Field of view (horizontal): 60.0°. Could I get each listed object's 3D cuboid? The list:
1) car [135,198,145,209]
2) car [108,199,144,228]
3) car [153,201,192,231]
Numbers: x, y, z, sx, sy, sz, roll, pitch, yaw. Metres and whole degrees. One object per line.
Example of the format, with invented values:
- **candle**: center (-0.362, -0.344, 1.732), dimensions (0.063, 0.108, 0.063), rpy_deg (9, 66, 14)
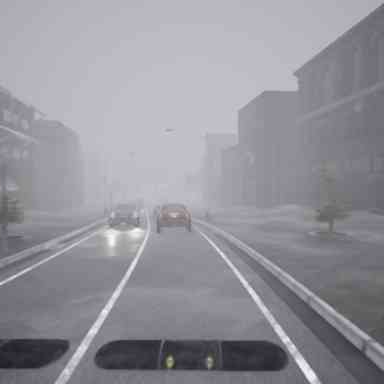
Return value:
- **car**: center (-10.325, 2.193, 64.792), dimensions (2.150, 2.045, 5.566), rpy_deg (0, 1, -8)
- **car**: center (-4.741, 1.559, 24.000), dimensions (2.097, 1.767, 4.553), rpy_deg (0, -1, -7)
- **car**: center (-1.267, 1.480, 21.506), dimensions (2.097, 1.767, 4.553), rpy_deg (0, -1, -6)
